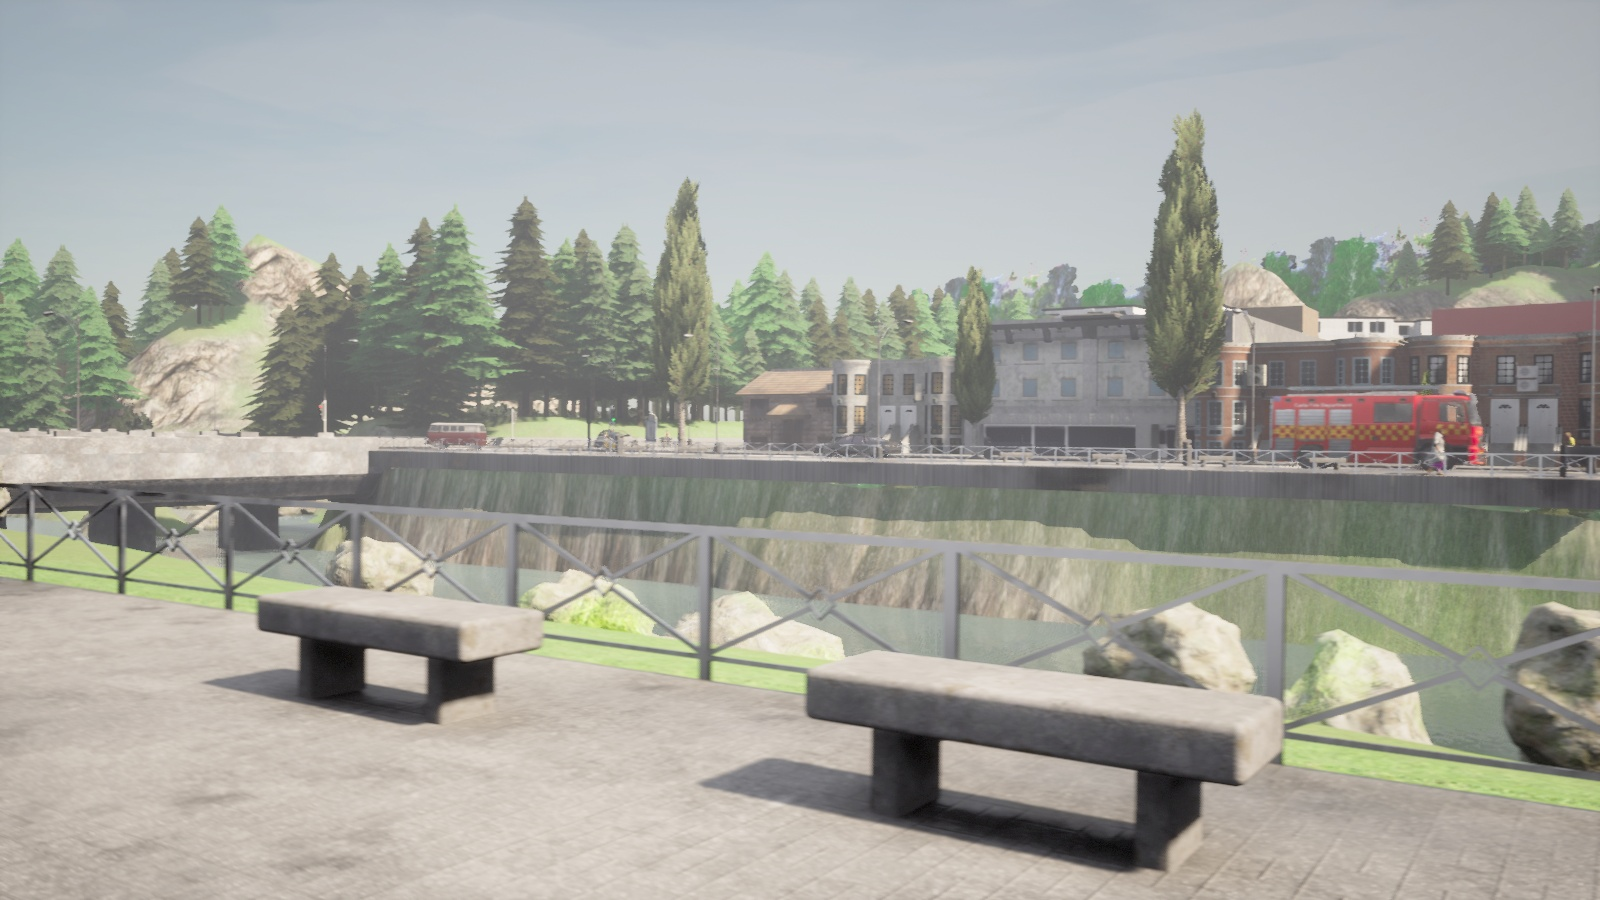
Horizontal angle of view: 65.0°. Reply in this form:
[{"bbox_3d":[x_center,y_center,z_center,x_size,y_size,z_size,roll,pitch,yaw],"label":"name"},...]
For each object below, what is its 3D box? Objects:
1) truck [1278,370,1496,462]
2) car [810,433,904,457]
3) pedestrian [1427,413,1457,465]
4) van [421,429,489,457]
[{"bbox_3d":[26.113,-1.435,56.074,8.468,3.827,2.891,0,1,34],"label":"truck"},{"bbox_3d":[3.422,-0.289,75.963,5.357,1.411,2.033,0,1,34],"label":"car"},{"bbox_3d":[24.107,-0.421,47.165,0.873,1.952,0.659,0,1,40],"label":"pedestrian"},{"bbox_3d":[-25.344,-0.546,92.284,4.442,1.987,1.775,-1,1,3],"label":"van"}]
